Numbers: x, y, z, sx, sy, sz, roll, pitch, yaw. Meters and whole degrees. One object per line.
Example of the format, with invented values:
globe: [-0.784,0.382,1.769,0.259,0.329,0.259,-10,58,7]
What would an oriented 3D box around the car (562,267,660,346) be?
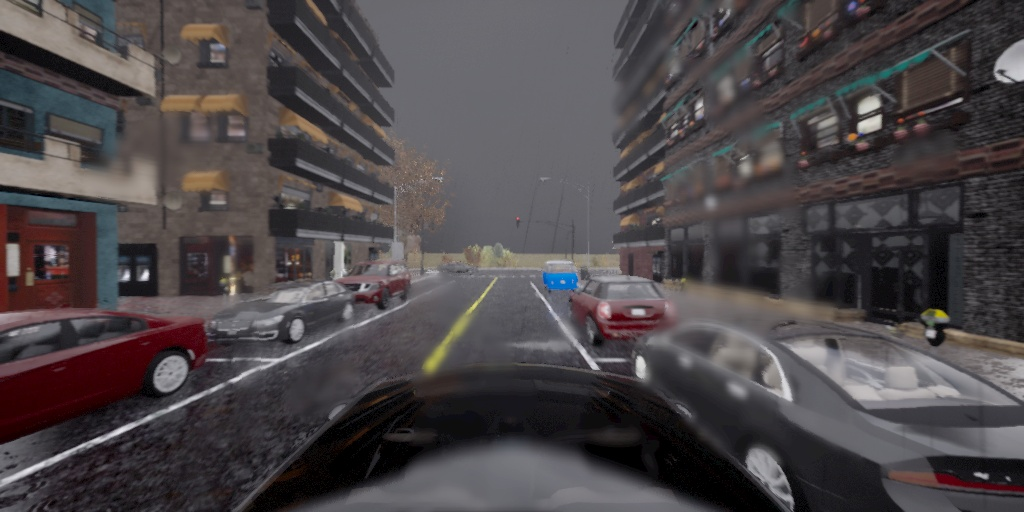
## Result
car: [2.690,1.221,9.540,1.967,1.591,4.097,0,0,0]

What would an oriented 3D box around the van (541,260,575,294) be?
van: [2.691,1.165,20.868,1.690,1.789,3.998,0,0,0]

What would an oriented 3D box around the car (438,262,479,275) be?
car: [-6.425,1.499,43.434,4.902,1.511,2.128,0,1,-1]

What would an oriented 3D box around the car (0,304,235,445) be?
car: [-5.690,1.304,3.825,1.888,1.381,4.507,0,0,0]

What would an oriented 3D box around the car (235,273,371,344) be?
car: [-5.690,1.332,9.491,2.007,1.370,4.403,0,0,0]

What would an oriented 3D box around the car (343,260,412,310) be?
car: [-5.690,1.118,15.155,2.192,1.841,5.009,0,0,0]

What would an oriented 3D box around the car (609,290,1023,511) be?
car: [2.690,1.309,3.874,2.007,1.370,4.403,0,0,0]
